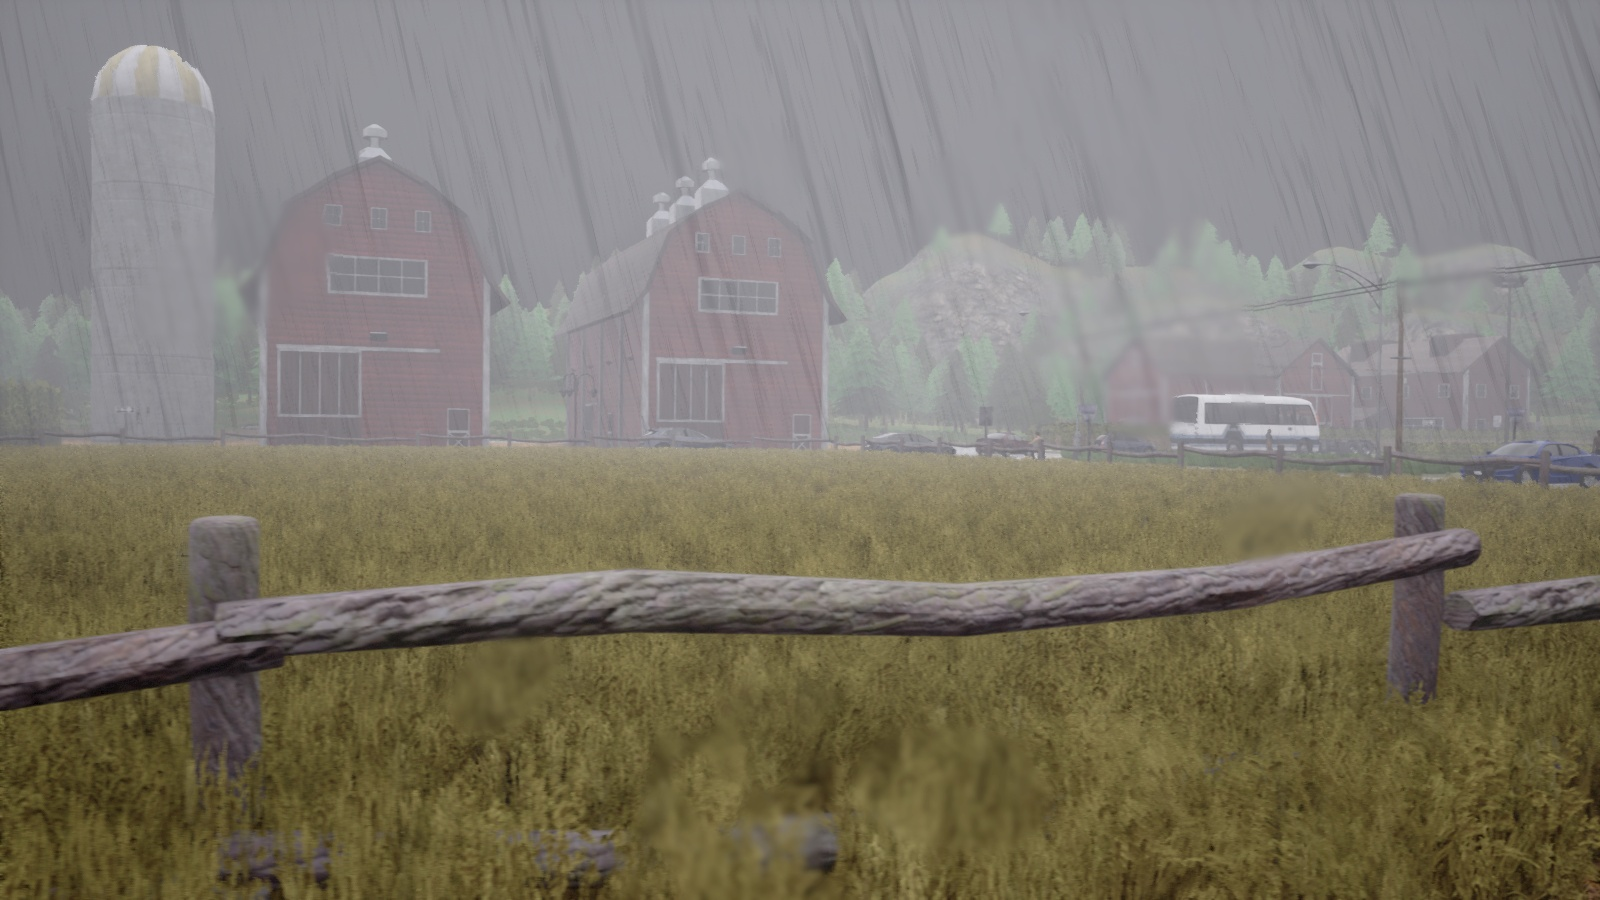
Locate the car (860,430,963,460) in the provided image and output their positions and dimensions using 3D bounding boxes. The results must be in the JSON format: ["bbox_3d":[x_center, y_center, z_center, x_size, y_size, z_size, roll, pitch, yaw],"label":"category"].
[{"bbox_3d":[5.757,-0.286,65.010,4.792,1.488,2.163,-1,1,-19],"label":"car"}]

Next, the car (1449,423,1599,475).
[{"bbox_3d":[22.805,-0.057,39.223,5.008,1.535,1.882,-1,1,-26],"label":"car"}]

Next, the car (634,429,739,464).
[{"bbox_3d":[-5.736,-0.201,63.461,4.856,1.649,2.033,-1,1,-21],"label":"car"}]

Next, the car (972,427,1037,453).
[{"bbox_3d":[12.524,-0.611,76.649,1.882,1.535,5.008,0,1,36],"label":"car"}]

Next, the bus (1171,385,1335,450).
[{"bbox_3d":[30.876,-2.240,85.695,10.273,4.253,3.944,-1,1,-18],"label":"bus"}]

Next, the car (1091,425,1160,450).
[{"bbox_3d":[21.365,-0.820,82.494,3.988,1.617,1.851,-1,1,-7],"label":"car"}]
